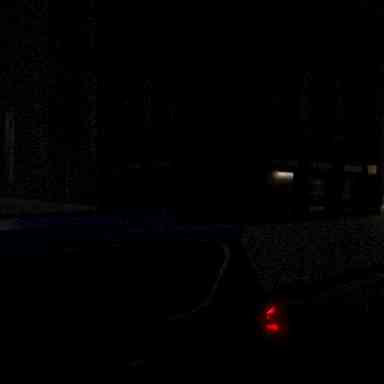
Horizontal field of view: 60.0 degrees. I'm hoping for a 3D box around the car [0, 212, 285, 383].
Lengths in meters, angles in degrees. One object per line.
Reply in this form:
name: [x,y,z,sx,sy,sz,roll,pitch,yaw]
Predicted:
car: [-1.814,1.221,2.085,5.566,2.045,2.150,0,0,-36]
